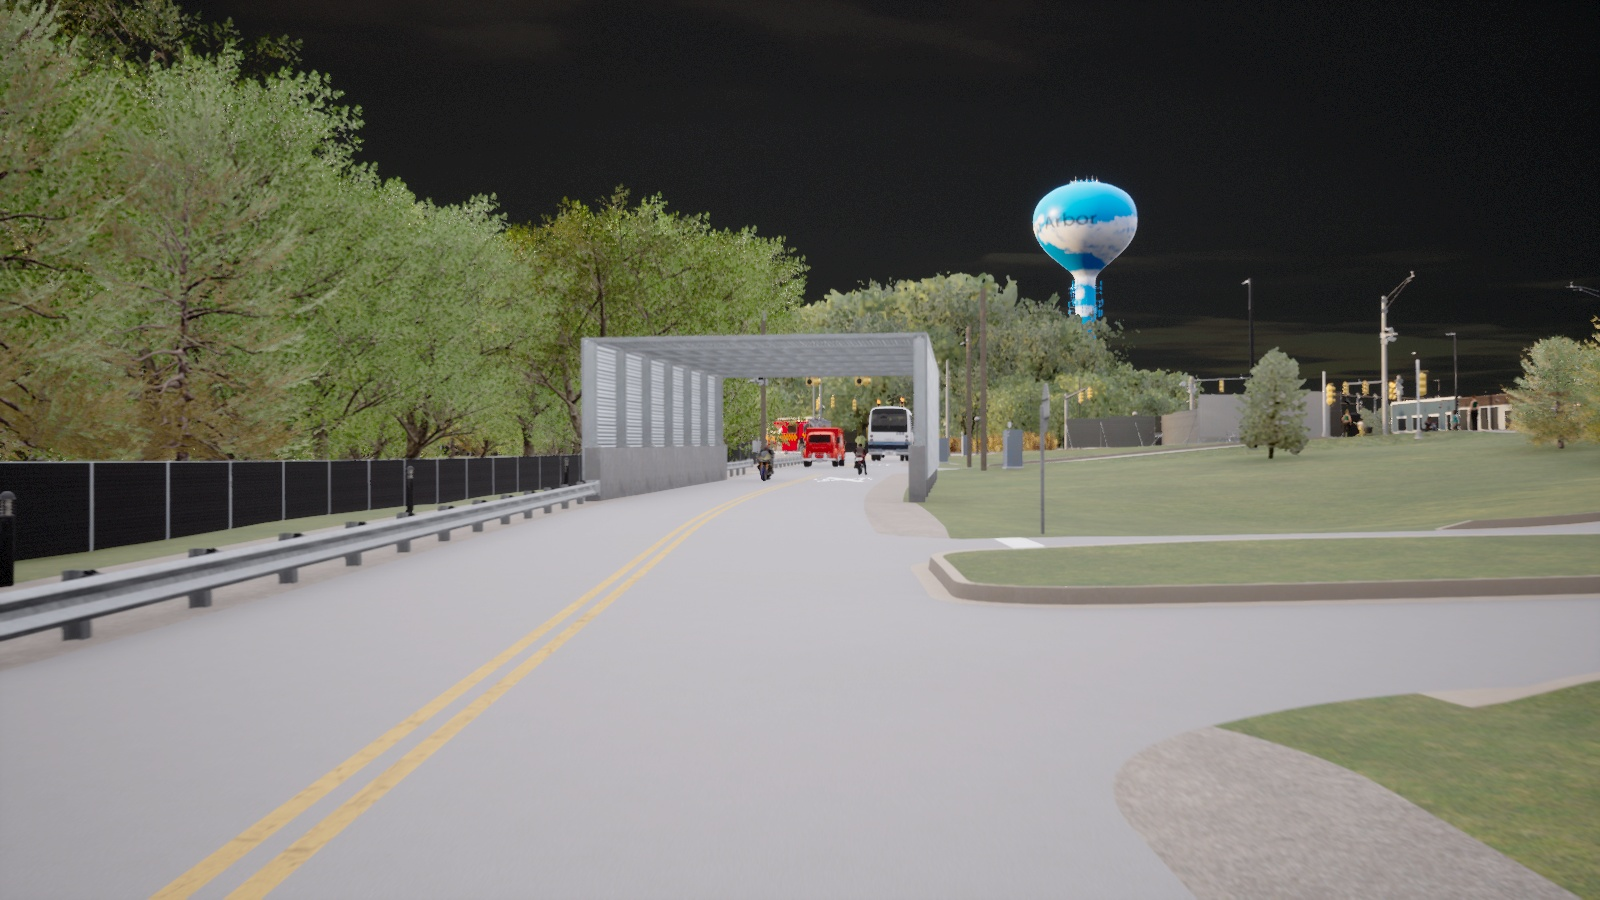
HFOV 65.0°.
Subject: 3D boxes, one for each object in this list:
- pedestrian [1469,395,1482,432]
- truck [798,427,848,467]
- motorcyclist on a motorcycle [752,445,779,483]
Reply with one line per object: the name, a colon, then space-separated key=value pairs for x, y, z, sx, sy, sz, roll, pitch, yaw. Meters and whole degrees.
pedestrian: x=34.348 y=-1.858 z=63.863 sx=0.345 sy=1.836 sz=0.594 roll=0 pitch=-1 yaw=0
truck: x=1.488 y=-0.190 z=79.480 sx=2.627 sy=2.467 sz=5.204 roll=0 pitch=0 yaw=7
motorcyclist on a motorcycle: x=-1.407 y=0.547 z=51.639 sx=0.866 sy=1.530 sz=2.191 roll=0 pitch=0 yaw=5
